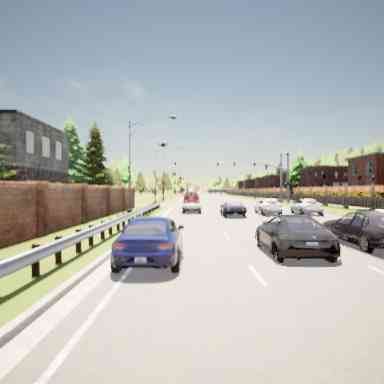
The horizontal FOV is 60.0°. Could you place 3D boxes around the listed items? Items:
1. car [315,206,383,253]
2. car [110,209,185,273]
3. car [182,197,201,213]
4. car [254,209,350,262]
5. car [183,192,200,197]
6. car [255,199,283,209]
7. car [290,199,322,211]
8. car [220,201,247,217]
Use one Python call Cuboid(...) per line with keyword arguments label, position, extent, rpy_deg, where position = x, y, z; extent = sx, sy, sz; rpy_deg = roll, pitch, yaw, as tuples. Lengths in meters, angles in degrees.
Cuboid(label="car", position=(7.068, 1.481, 13.286), extent=(2.033, 1.411, 5.357), rpy_deg=(0, 0, 0))
Cuboid(label="car", position=(-1.250, 1.475, 10.343), extent=(1.812, 1.442, 4.674), rpy_deg=(0, 0, 0))
Cuboid(label="car", position=(-0.020, 1.434, 34.197), extent=(1.895, 1.301, 4.718), rpy_deg=(0, 0, 0))
Cuboid(label="car", position=(3.571, 1.504, 11.882), extent=(1.994, 1.385, 4.181), rpy_deg=(0, 0, 0))
Cuboid(label="car", position=(-0.073, 0.996, 45.282), extent=(2.150, 2.045, 5.566), rpy_deg=(0, 0, 0))
Cuboid(label="car", position=(7.013, 1.376, 30.611), extent=(1.812, 1.442, 4.674), rpy_deg=(0, 0, 0))
Cuboid(label="car", position=(10.513, 1.376, 30.579), extent=(1.812, 1.442, 4.674), rpy_deg=(0, 0, 0))
Cuboid(label="car", position=(3.532, 1.458, 29.176), extent=(1.895, 1.301, 4.718), rpy_deg=(0, 0, 0))
